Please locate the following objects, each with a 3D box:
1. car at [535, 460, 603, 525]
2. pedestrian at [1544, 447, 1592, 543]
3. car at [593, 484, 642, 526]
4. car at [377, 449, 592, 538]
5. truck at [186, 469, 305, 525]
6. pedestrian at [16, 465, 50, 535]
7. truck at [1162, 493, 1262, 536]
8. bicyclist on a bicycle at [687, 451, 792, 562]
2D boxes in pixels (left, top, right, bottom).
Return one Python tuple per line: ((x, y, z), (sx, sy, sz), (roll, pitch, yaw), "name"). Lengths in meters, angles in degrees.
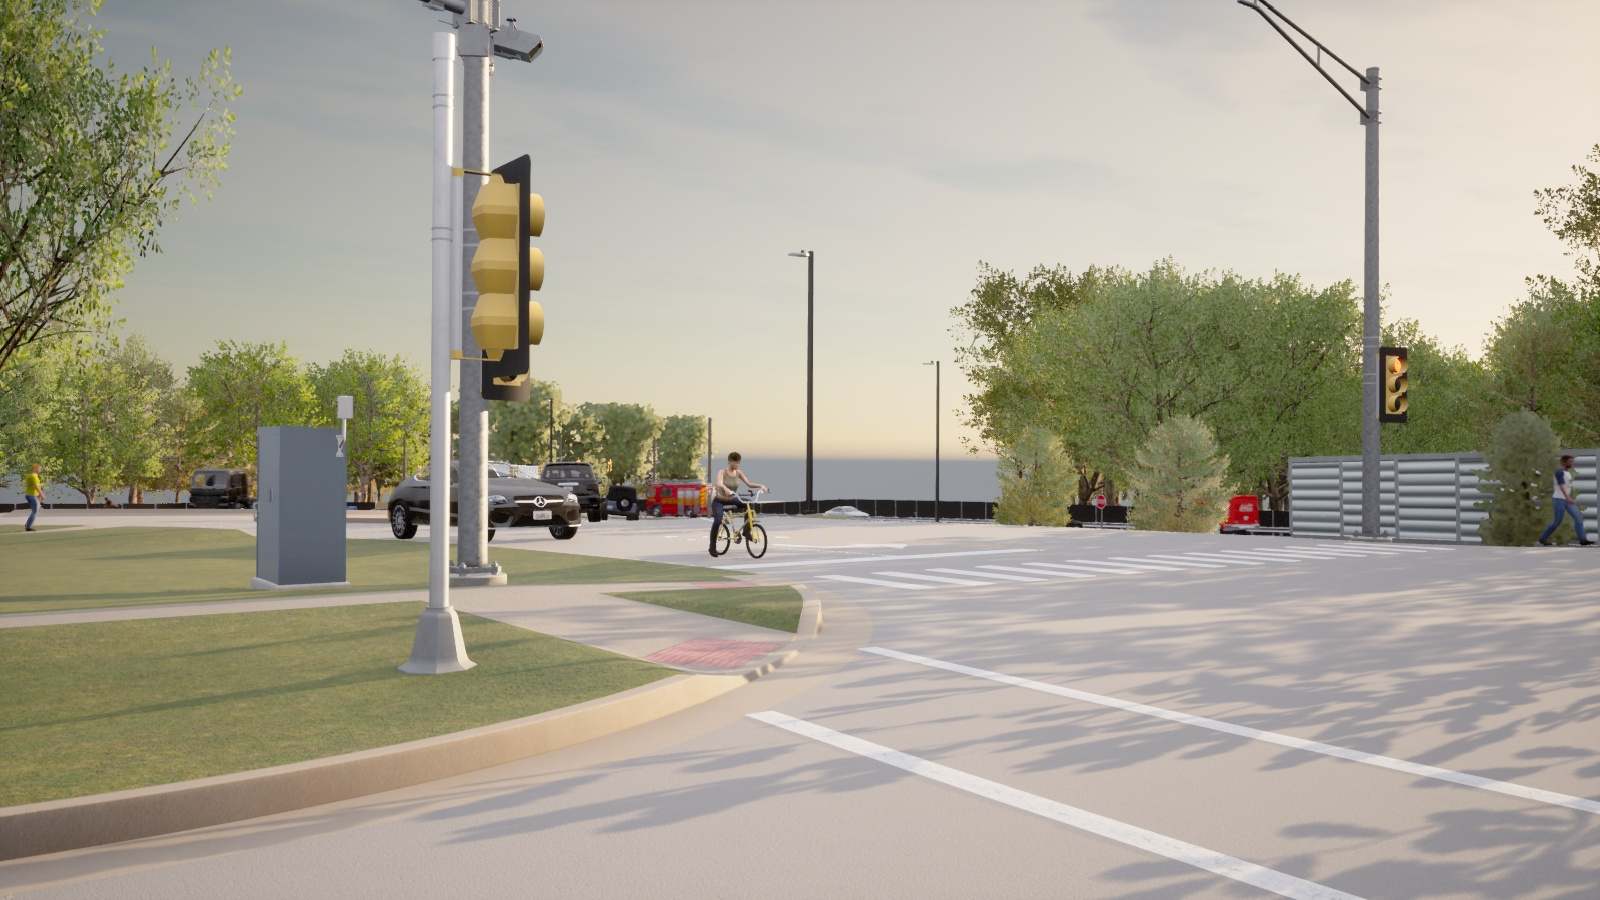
((-8.007, 1.545, 43.422), (2.150, 2.045, 5.566), (-1, -3, -11), "car")
((14.853, 0.859, 24.289), (0.354, 1.836, 0.706), (0, 0, -35), "pedestrian")
((-9.463, 2.875, 64.948), (1.905, 1.878, 3.866), (6, -5, -14), "car")
((-6.568, 0.887, 25.743), (2.152, 1.651, 5.027), (0, -2, -42), "car")
((-36.892, 3.039, 83.933), (2.891, 3.462, 7.936), (0, 0, 15), "truck")
((-20.502, 1.320, 33.554), (0.706, 1.836, 0.354), (0, 0, -43), "pedestrian")
((24.979, 3.868, 76.259), (2.627, 2.467, 5.204), (0, -2, -33), "truck")
((-0.941, 0.837, 19.197), (0.866, 1.612, 1.509), (0, -1, -39), "bicyclist on a bicycle")
